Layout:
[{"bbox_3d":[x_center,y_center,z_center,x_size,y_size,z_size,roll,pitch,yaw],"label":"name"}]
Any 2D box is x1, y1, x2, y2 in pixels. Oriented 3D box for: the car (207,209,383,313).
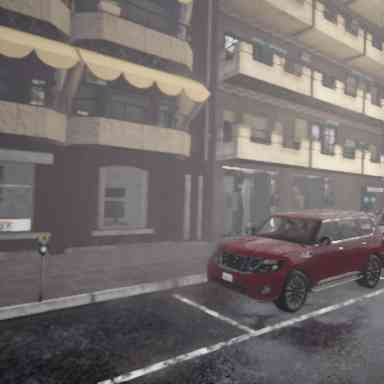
[{"bbox_3d":[2.755,1.387,8.038,5.009,1.841,2.192,1,1,-35],"label":"car"}]
